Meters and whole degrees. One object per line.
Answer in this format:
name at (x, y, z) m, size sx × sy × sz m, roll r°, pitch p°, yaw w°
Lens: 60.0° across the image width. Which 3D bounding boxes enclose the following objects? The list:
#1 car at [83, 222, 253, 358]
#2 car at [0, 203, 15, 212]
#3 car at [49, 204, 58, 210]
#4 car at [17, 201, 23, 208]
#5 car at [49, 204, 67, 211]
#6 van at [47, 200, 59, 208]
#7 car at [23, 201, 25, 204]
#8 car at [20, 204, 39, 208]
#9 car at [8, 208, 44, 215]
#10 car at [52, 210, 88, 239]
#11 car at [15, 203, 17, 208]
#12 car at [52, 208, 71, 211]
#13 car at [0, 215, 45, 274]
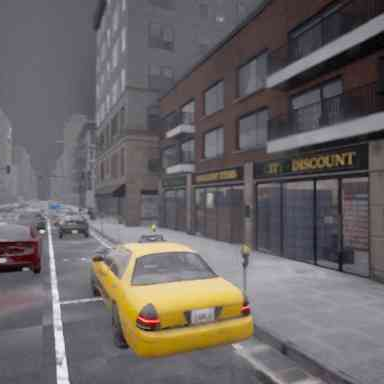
car at (-0.887, 1.616, 6.626) m, size 1.801 × 1.575 × 5.366 m, roll 1°, pitch -1°, yaw -24°
car at (-32.238, 2.789, 57.125) m, size 2.008 × 1.369 × 4.403 m, roll 1°, pitch -1°, yaw -24°
car at (-29.458, 3.149, 70.757) m, size 1.802 × 1.307 × 4.206 m, roll 1°, pitch -1°, yaw -24°
car at (-41.301, 3.214, 77.778) m, size 1.752 × 1.417 × 4.829 m, roll 1°, pitch -1°, yaw -24°
car at (-11.794, 2.124, 30.513) m, size 1.967 × 1.590 × 4.097 m, roll 1°, pitch -1°, yaw -24°
van at (-24.892, 2.680, 60.361) m, size 1.690 × 1.788 × 3.998 m, roll 1°, pitch -1°, yaw -24°
car at (-43.652, 3.368, 83.134) m, size 1.947 × 1.339 × 4.313 m, roll 1°, pitch -1°, yaw -24°
car at (-16.253, 2.279, 34.103) m, size 1.812 × 1.442 × 4.674 m, roll 1°, pitch -1°, yaw -24°
car at (-11.242, 2.071, 22.935) m, size 1.994 × 1.385 × 4.181 m, roll 1°, pitch -1°, yaw -24°
car at (-7.360, 2.012, 20.405) m, size 2.008 × 1.369 × 4.403 m, roll 1°, pitch -1°, yaw -24°
car at (-34.521, 2.897, 62.327) m, size 1.887 × 1.381 × 4.507 m, roll 1°, pitch -1°, yaw -24°
car at (-9.577, 2.154, 25.457) m, size 1.802 × 1.307 × 4.206 m, roll 1°, pitch -1°, yaw -24°
car at (-6.020, 1.723, 11.041) m, size 1.882 × 1.535 × 5.008 m, roll 1°, pitch -2°, yaw -24°
